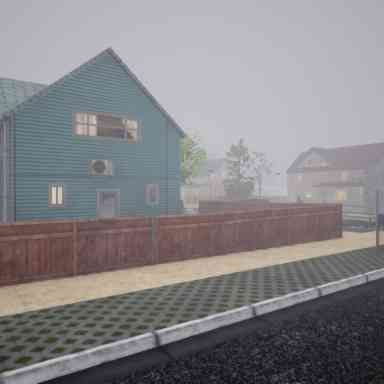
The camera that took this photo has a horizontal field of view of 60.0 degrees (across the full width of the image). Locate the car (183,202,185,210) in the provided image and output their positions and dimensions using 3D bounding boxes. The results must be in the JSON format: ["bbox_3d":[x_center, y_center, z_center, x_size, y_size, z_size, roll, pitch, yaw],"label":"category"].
[{"bbox_3d":[-2.686,1.343,39.409,1.882,1.535,5.008,0,0,-35],"label":"car"}]

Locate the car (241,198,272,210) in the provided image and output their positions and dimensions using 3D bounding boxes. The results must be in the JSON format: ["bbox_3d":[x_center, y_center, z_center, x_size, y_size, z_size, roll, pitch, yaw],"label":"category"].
[{"bbox_3d":[5.741,1.281,27.581,2.097,1.767,4.553,0,0,-35],"label":"car"}]

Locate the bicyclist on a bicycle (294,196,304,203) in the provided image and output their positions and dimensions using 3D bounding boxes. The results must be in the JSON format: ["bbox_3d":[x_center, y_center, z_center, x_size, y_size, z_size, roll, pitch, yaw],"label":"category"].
[{"bbox_3d":[10.150,1.206,31.488,1.656,1.620,0.582,-1,1,-36],"label":"bicyclist on a bicycle"}]

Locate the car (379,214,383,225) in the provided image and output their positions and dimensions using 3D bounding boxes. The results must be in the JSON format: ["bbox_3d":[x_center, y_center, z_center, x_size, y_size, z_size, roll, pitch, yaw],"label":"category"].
[{"bbox_3d":[12.414,1.218,16.813,2.150,2.045,5.566,0,0,-22],"label":"car"}]
